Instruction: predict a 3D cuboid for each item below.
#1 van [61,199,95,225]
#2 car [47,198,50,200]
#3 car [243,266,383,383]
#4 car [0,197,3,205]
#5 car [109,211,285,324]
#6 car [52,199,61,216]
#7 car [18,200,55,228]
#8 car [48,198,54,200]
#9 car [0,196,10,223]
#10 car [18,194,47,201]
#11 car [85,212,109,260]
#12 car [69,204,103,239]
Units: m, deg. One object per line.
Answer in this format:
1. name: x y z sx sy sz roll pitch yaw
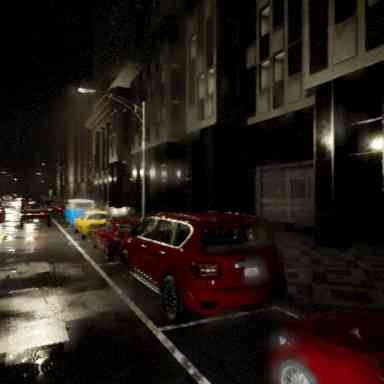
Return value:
1. van: -7.545 1.387 22.421 1.690 1.788 3.998 0 0 -26
2. car: -22.397 1.649 52.574 1.887 1.381 4.507 0 0 -26
3. car: 2.354 1.593 2.318 1.802 1.307 4.206 0 0 -26
4. car: -37.387 1.637 63.716 1.752 1.417 4.829 0 0 -26
5. car: -0.120 1.334 7.344 2.192 1.841 5.009 0 0 -26
6. car: -12.497 1.646 32.472 1.802 1.307 4.206 0 0 -26
7. car: -10.735 1.545 22.830 1.837 1.490 4.892 0 0 -26
8. car: -14.972 1.656 37.497 1.802 1.307 4.206 0 0 -26
9. car: -15.472 1.391 25.469 2.097 1.767 4.553 0 0 -26
10. car: -17.058 1.288 35.570 2.150 2.045 5.566 0 0 -26
11. car: -2.596 1.610 12.369 1.802 1.307 4.206 0 0 -26
12. car: -5.146 1.562 17.547 1.752 1.417 4.829 0 0 -26
